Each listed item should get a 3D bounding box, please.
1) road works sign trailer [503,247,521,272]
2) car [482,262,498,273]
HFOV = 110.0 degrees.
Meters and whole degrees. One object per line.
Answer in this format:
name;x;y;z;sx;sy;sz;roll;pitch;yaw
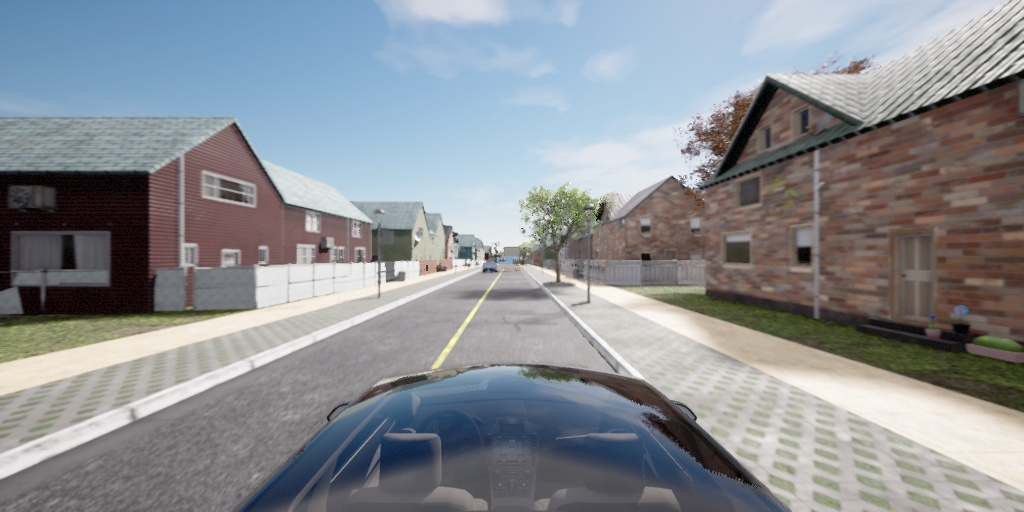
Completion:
road works sign trailer;-0.005;0.387;50.189;2.380;3.560;2.880;0;0;0
car;-2.831;1.447;46.404;2.033;1.411;5.357;0;0;0
